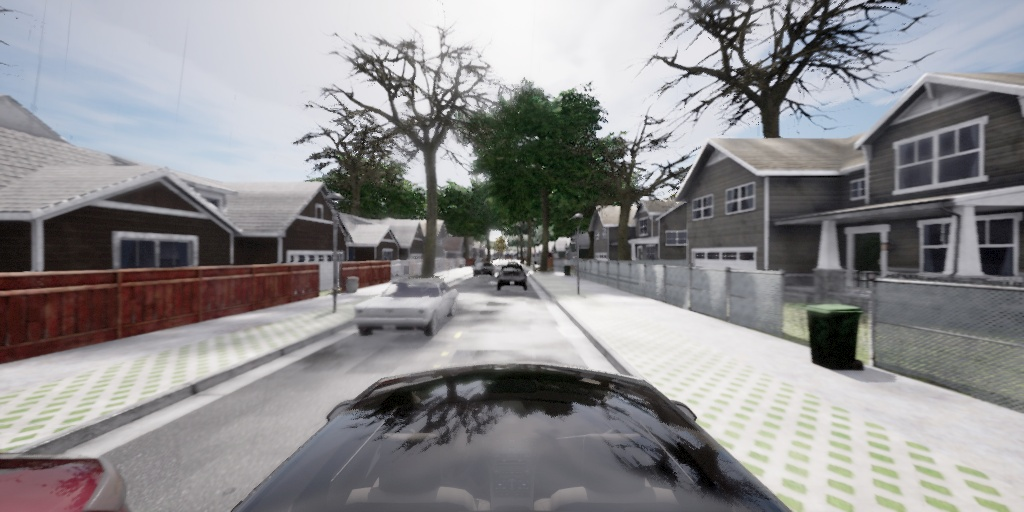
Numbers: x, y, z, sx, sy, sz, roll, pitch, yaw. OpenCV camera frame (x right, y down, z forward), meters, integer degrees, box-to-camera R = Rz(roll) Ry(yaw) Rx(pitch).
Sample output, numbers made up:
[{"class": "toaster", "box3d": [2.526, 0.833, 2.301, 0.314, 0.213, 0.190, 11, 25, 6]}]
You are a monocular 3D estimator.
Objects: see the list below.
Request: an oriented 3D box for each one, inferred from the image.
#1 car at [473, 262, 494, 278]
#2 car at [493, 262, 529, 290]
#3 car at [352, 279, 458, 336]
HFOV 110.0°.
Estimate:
[{"class": "car", "box3d": [-2.774, 1.299, 35.964, 1.882, 1.535, 5.008, 0, 0, 1]}, {"class": "car", "box3d": [0.024, 1.295, 22.797, 1.837, 1.490, 4.892, 0, 0, 1]}, {"class": "car", "box3d": [-2.841, 1.367, 10.556, 1.895, 1.301, 4.718, 0, 0, 0]}]
